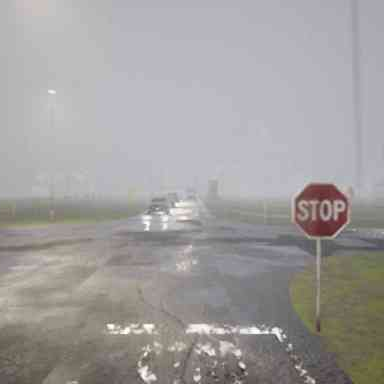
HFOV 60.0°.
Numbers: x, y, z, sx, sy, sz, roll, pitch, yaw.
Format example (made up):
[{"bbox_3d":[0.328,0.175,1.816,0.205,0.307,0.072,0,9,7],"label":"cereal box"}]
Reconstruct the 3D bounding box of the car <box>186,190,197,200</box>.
[{"bbox_3d":[-0.158,0.822,61.600,2.033,1.411,5.357,0,1,0],"label":"car"}]

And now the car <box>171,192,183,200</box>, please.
[{"bbox_3d":[-2.920,0.779,66.179,2.033,1.411,5.357,0,1,0],"label":"car"}]

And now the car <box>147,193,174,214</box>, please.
[{"bbox_3d":[-2.897,1.156,29.992,1.837,1.490,4.892,0,1,0],"label":"car"}]

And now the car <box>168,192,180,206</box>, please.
[{"bbox_3d":[-2.925,1.035,39.120,2.128,1.511,4.902,0,1,0],"label":"car"}]

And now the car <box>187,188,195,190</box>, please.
[{"bbox_3d":[-0.186,0.205,72.043,2.150,2.045,5.566,0,1,0],"label":"car"}]

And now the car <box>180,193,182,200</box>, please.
[{"bbox_3d":[-2.938,0.766,50.021,2.097,1.767,4.553,0,1,0],"label":"car"}]
